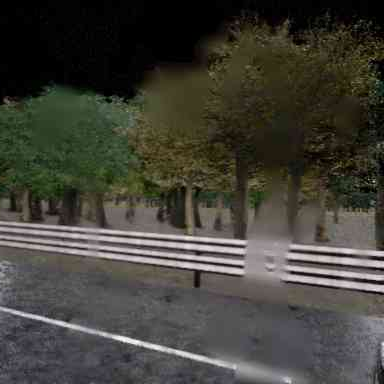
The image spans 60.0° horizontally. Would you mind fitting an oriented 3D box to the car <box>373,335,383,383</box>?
[{"bbox_3d":[3.969,1.585,2.526,4.553,1.767,2.097,1,-2,25],"label":"car"}]
